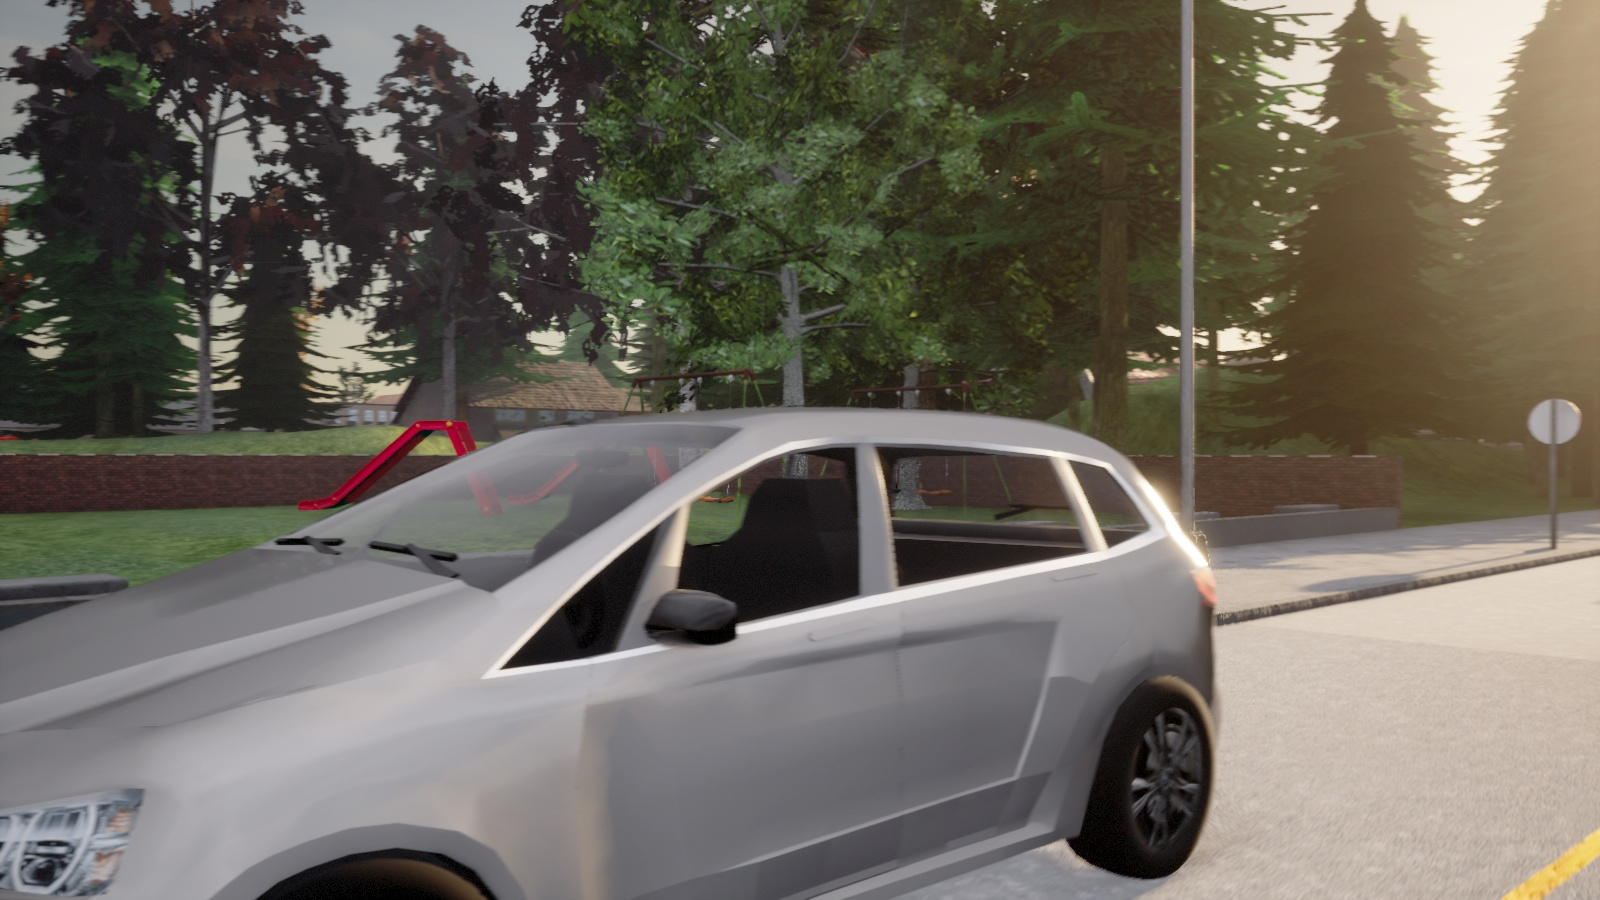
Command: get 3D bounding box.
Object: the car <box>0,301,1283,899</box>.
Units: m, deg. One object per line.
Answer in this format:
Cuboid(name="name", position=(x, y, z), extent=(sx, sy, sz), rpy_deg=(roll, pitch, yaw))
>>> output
Cuboid(name="car", position=(-0.587, 0.608, 4.097), extent=(4.611, 1.667, 2.242), rpy_deg=(0, 0, -43))
